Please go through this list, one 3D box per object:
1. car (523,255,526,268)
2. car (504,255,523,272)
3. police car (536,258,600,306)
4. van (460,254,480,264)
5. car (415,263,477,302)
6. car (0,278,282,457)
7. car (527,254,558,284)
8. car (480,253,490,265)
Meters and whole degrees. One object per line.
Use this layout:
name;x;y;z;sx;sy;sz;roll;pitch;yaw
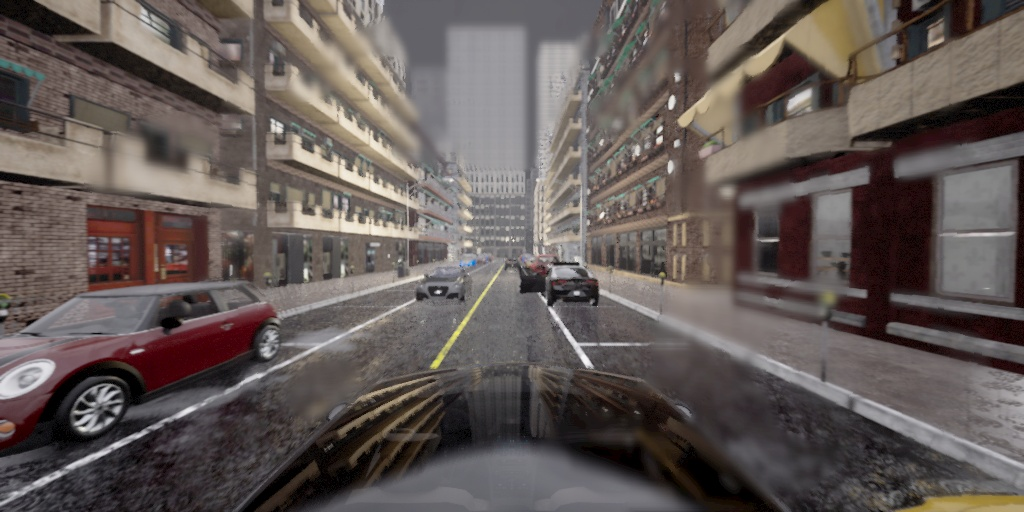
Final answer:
car;2.562;0.869;44.093;1.751;1.417;4.829;0;0;0
car;0.069;0.853;43.128;1.837;1.490;4.892;0;-1;0
police car;2.241;1.048;14.975;1.930;1.638;5.238;0;1;0
van;-5.318;0.685;43.903;1.690;1.789;3.998;0;0;0
car;-2.849;1.179;15.829;1.994;1.385;4.181;0;1;0
car;-5.315;1.158;5.060;1.967;1.591;4.097;0;0;0
car;2.564;0.820;27.276;2.192;1.841;5.009;0;0;0
car;-5.320;0.622;60.549;1.967;1.591;4.097;0;0;0
